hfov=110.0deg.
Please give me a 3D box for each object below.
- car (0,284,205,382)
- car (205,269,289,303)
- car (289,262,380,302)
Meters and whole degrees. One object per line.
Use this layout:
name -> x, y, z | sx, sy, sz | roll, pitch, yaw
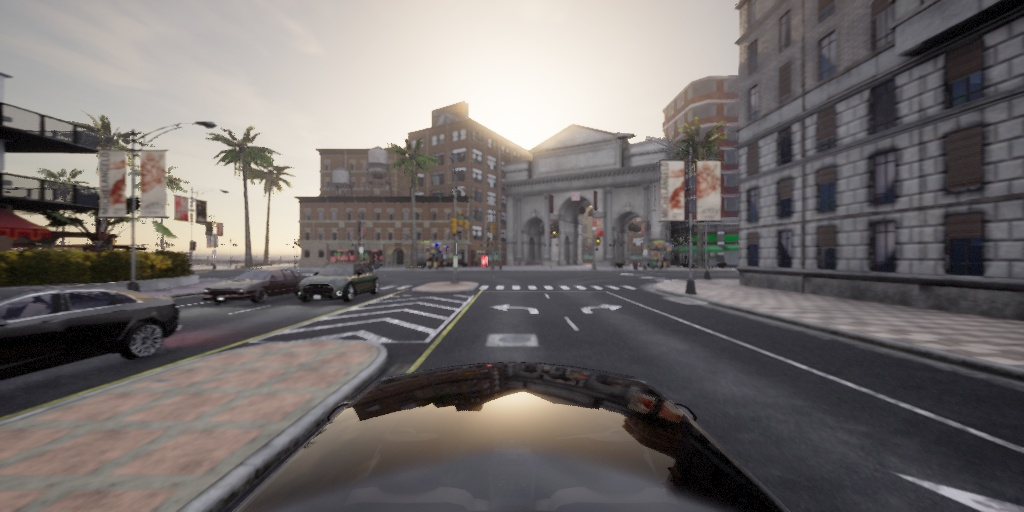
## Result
car -> -7.999, 1.245, 5.575 | 2.128, 1.511, 4.902 | 0, 0, 0
car -> -11.498, 1.304, 16.820 | 2.033, 1.411, 5.357 | 0, 0, 0
car -> -7.997, 1.109, 16.967 | 2.097, 1.767, 4.553 | 0, 0, 0
